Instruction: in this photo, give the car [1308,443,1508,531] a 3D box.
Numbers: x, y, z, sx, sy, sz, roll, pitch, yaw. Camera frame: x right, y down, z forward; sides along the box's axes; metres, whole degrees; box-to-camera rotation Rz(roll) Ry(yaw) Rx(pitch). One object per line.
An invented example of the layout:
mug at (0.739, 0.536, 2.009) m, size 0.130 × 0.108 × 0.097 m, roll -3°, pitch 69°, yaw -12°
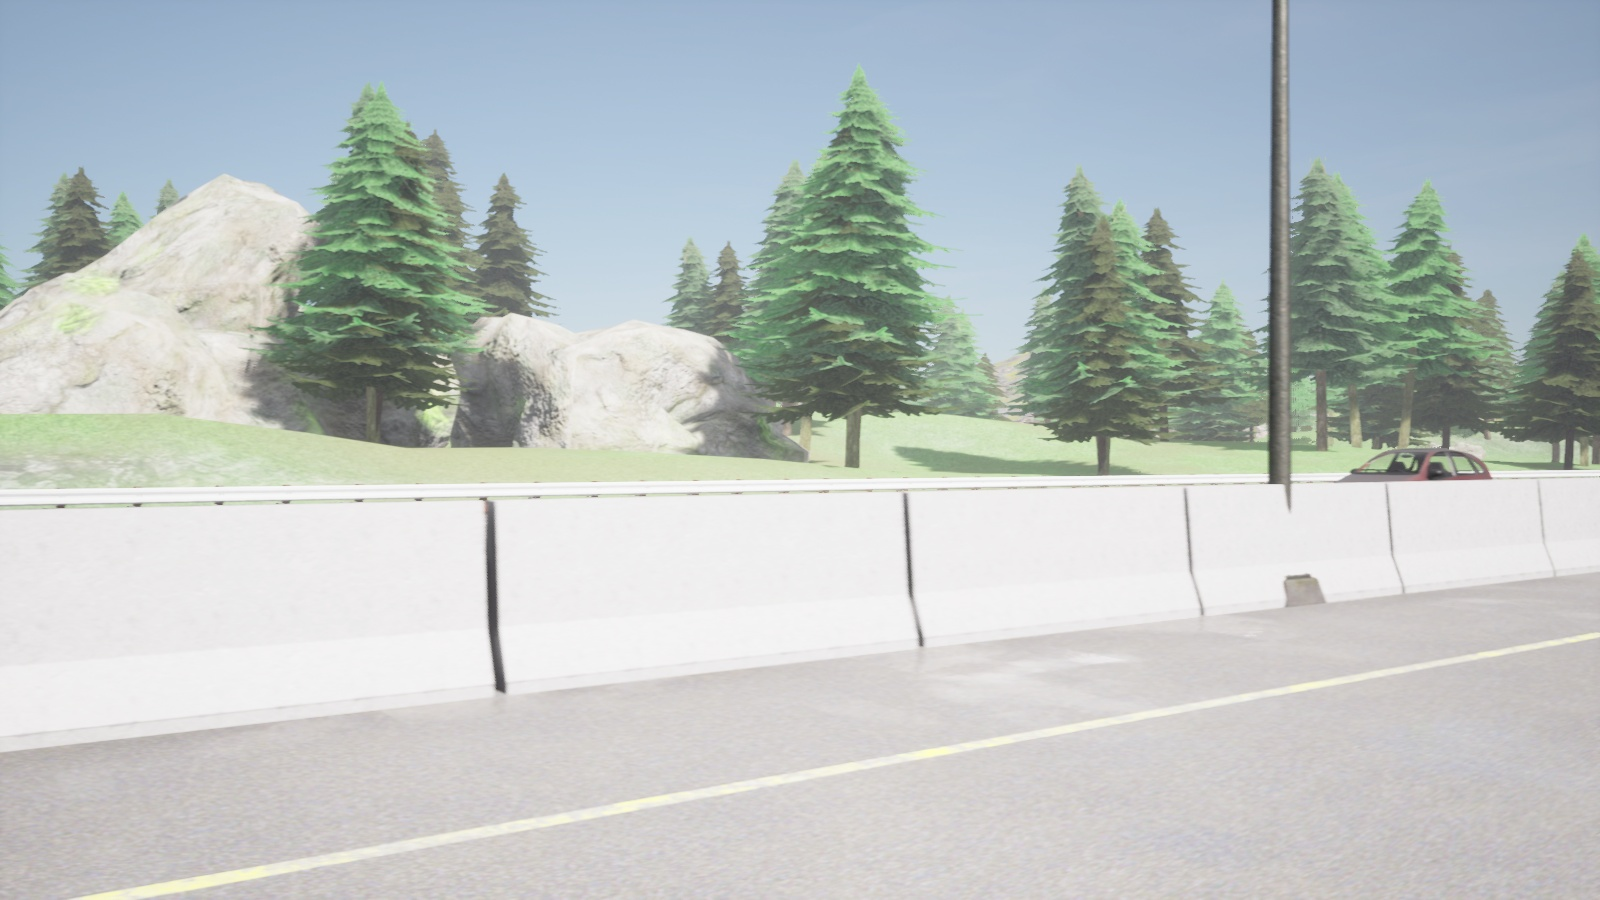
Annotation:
car at (12.056, 0.678, 24.844) m, size 3.988 × 1.617 × 1.851 m, roll 0°, pitch 0°, yaw -35°
